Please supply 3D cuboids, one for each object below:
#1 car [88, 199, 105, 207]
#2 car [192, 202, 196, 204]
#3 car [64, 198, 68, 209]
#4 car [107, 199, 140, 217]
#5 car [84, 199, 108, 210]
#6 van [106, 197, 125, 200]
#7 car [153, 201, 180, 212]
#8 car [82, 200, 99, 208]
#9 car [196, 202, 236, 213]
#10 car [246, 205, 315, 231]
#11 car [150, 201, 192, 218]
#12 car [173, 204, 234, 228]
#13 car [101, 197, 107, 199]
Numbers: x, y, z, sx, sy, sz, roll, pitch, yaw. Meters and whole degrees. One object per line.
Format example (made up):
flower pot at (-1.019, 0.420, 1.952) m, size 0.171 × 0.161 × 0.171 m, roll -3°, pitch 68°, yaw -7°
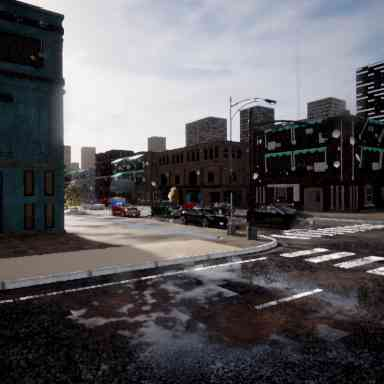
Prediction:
car at (-19.528, 2.227, 67.923) m, size 1.887 × 1.381 × 4.507 m, roll -1°, pitch 0°, yaw -35°
car at (-0.329, 1.903, 40.825) m, size 1.802 × 1.307 × 4.206 m, roll -2°, pitch 0°, yaw -35°
car at (-23.067, 2.232, 58.422) m, size 1.752 × 1.417 × 4.829 m, roll -1°, pitch 0°, yaw -35°
car at (-7.169, 1.846, 35.978) m, size 1.967 × 1.590 × 4.097 m, roll -1°, pitch 0°, yaw -35°
car at (-15.229, 2.176, 51.994) m, size 1.895 × 1.301 × 4.718 m, roll -1°, pitch 0°, yaw -35°
van at (-13.133, 1.906, 58.890) m, size 1.690 × 1.788 × 3.998 m, roll -1°, pitch 0°, yaw -35°
car at (-3.528, 1.966, 45.341) m, size 1.802 × 1.307 × 4.206 m, roll -2°, pitch 0°, yaw -35°
car at (-19.270, 2.230, 63.093) m, size 1.994 × 1.385 × 4.181 m, roll -1°, pitch 0°, yaw -35°
car at (2.870, 1.809, 36.308) m, size 2.008 × 1.369 × 4.403 m, roll -2°, pitch 0°, yaw -35°
car at (5.826, 1.656, 22.353) m, size 2.128 × 1.511 × 4.902 m, roll -1°, pitch 0°, yaw -37°
car at (-2.457, 1.682, 33.826) m, size 2.097 × 1.767 × 4.553 m, roll -1°, pitch 0°, yaw -35°
car at (0.757, 1.814, 24.585) m, size 1.947 × 1.339 × 4.313 m, roll -1°, pitch 0°, yaw -35°
car at (-16.334, 1.939, 63.407) m, size 2.192 × 1.841 × 5.009 m, roll -1°, pitch 0°, yaw -35°
